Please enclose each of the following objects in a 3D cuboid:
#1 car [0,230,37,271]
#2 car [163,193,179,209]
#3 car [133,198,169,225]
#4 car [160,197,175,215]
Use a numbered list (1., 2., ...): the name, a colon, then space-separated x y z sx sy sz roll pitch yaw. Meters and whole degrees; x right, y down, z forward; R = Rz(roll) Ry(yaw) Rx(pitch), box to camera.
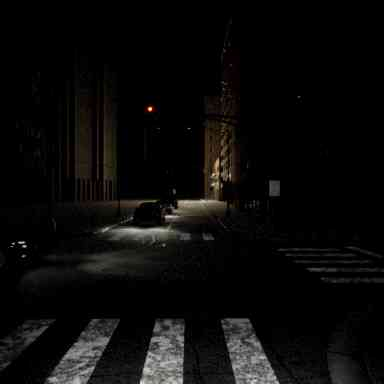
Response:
1. car: -7.313 1.480 9.834 5.008 1.535 1.882 0 0 -13
2. car: -2.999 1.222 45.111 2.150 2.045 5.566 0 0 1
3. car: -3.052 1.479 24.437 1.882 1.535 5.008 0 0 0
4. car: -3.034 1.527 34.401 1.812 1.442 4.674 0 0 0
